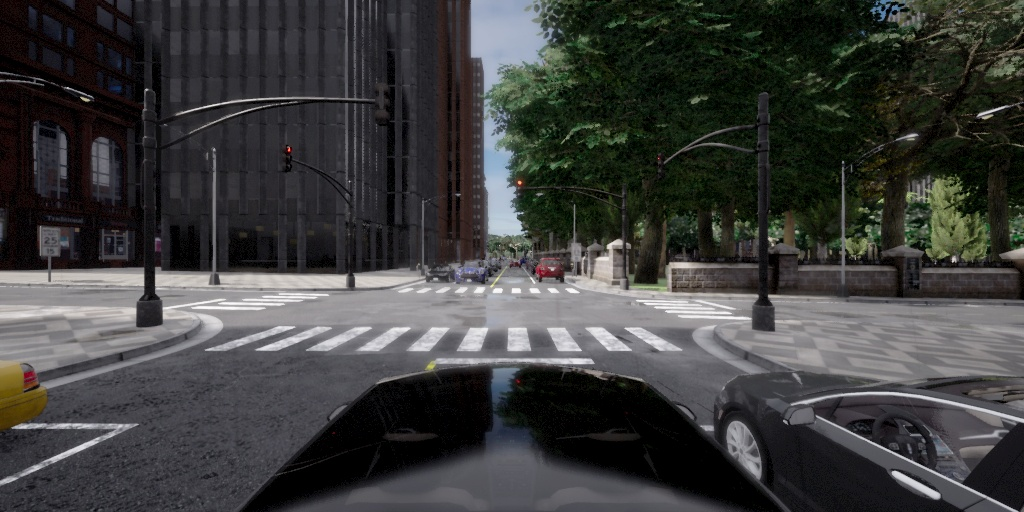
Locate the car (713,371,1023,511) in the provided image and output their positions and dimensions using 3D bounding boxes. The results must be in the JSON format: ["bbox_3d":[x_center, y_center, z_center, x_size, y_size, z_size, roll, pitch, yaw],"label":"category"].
[{"bbox_3d":[2.760,1.300,1.716,2.007,1.370,4.403,0,0,0],"label":"car"}]

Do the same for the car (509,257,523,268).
[{"bbox_3d":[0.536,1.323,61.252,1.812,1.442,4.674,0,0,0],"label":"car"}]

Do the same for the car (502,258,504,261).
[{"bbox_3d":[-2.664,1.354,55.429,1.994,1.385,4.181,0,0,1],"label":"car"}]

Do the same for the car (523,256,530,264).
[{"bbox_3d":[3.170,1.231,55.661,1.967,1.591,4.097,0,0,0],"label":"car"}]

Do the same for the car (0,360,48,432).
[{"bbox_3d":[-5.766,1.275,1.602,1.751,1.417,4.829,0,0,0],"label":"car"}]

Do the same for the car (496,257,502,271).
[{"bbox_3d":[-2.764,1.270,45.439,2.128,1.511,4.902,0,0,0],"label":"car"}]

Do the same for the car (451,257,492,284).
[{"bbox_3d":[-2.912,1.112,26.839,2.097,1.767,4.553,0,0,0],"label":"car"}]

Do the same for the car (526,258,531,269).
[{"bbox_3d":[3.087,1.329,44.748,2.007,1.370,4.403,0,0,0],"label":"car"}]

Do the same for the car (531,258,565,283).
[{"bbox_3d":[2.963,1.075,28.380,2.192,1.841,5.009,0,0,0],"label":"car"}]

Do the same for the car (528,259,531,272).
[{"bbox_3d":[3.046,1.338,39.292,1.948,1.339,4.313,0,0,0],"label":"car"}]

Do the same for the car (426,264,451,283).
[{"bbox_3d":[-5.562,1.326,28.436,1.948,1.339,4.313,0,0,0],"label":"car"}]

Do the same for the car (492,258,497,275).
[{"bbox_3d":[-2.842,1.273,35.942,1.837,1.490,4.892,0,0,1],"label":"car"}]

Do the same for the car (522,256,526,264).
[{"bbox_3d":[3.211,1.237,61.118,1.967,1.591,4.097,0,0,0],"label":"car"}]

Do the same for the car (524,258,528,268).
[{"bbox_3d":[3.129,1.335,50.205,2.007,1.370,4.403,0,0,0],"label":"car"}]
